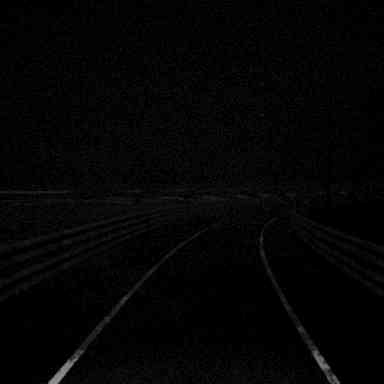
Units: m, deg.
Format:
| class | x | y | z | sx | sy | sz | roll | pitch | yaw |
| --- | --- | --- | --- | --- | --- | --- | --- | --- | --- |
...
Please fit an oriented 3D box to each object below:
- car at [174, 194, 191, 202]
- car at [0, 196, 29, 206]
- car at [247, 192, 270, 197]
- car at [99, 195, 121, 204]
| class | x | y | z | sx | sy | sz | roll | pitch | yaw |
| --- | --- | --- | --- | --- | --- | --- | --- | --- | --- |
| car | -1.298 | 1.162 | 68.832 | 4.902 | 1.511 | 2.128 | -1 | 3 | -24 |
| car | -30.233 | 1.437 | 56.204 | 4.892 | 1.490 | 1.837 | 0 | 2 | -24 |
| car | 15.272 | 0.741 | 76.053 | 5.357 | 1.411 | 2.033 | -2 | 3 | -24 |
| car | -15.196 | 1.371 | 62.770 | 4.674 | 1.442 | 1.812 | -1 | 2 | -24 |
